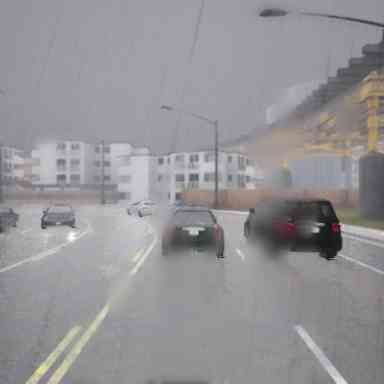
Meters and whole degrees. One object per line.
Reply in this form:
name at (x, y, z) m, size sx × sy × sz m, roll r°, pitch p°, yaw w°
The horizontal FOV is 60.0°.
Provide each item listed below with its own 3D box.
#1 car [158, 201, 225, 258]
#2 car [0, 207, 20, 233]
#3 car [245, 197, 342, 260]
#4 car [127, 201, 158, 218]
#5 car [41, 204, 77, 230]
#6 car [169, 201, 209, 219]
car at (-0.037, 1.334, 12.864) m, size 2.097 × 1.767 × 4.553 m, roll 0°, pitch 0°, yaw -2°
car at (-11.404, 1.575, 19.158) m, size 1.895 × 1.301 × 4.718 m, roll 0°, pitch 0°, yaw -16°
car at (3.507, 1.205, 12.511) m, size 2.150 × 2.045 × 5.566 m, roll 0°, pitch 0°, yaw -2°
car at (-4.333, 1.485, 29.624) m, size 1.812 × 1.442 × 4.674 m, roll 0°, pitch 0°, yaw -29°
car at (-8.289, 1.497, 20.995) m, size 1.812 × 1.442 × 4.674 m, roll 0°, pitch 0°, yaw -19°
car at (-0.389, 1.523, 29.504) m, size 1.994 × 1.385 × 4.181 m, roll 0°, pitch 0°, yaw -25°
